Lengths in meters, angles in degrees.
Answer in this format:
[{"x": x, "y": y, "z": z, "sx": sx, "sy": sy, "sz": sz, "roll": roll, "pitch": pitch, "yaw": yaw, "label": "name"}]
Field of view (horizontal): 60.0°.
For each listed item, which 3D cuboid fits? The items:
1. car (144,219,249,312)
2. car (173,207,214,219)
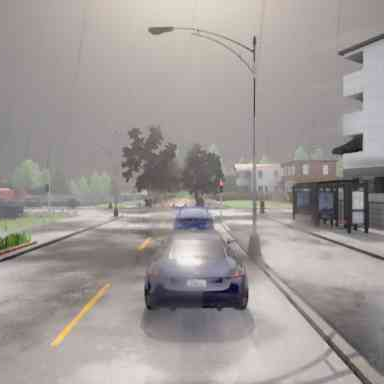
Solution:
[{"x": 0.090, "y": 1.561, "z": 7.808, "sx": 1.994, "sy": 1.385, "sz": 4.181, "roll": 0, "pitch": 0, "yaw": 0, "label": "car"}, {"x": 0.080, "y": 1.472, "z": 16.791, "sx": 1.882, "sy": 1.535, "sz": 5.008, "roll": 0, "pitch": 0, "yaw": 0, "label": "car"}]
